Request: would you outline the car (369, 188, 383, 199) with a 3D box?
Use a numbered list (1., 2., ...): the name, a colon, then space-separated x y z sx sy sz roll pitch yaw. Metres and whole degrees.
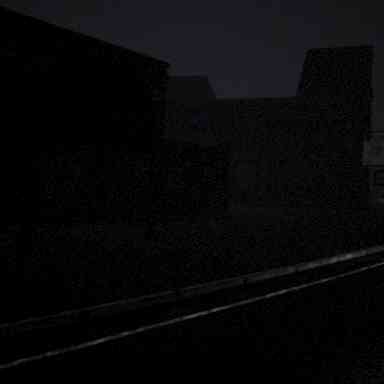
1. car: 28.430 0.253 50.231 1.837 1.490 4.892 3 3 0
